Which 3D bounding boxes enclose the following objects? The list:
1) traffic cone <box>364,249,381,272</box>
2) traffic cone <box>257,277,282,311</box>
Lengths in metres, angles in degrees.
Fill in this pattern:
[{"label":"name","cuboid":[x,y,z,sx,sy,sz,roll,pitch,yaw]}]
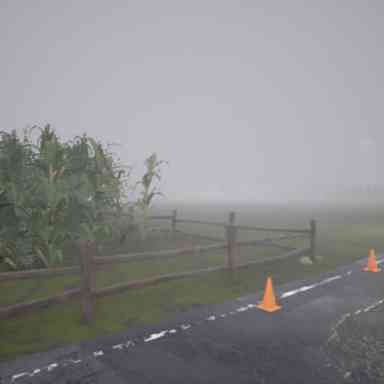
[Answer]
[{"label":"traffic cone","cuboid":[5.241,1.967,9.664,0.340,0.580,0.340,0,0,-42]},{"label":"traffic cone","cuboid":[1.519,1.967,6.509,0.340,0.580,0.340,0,0,-39]}]
